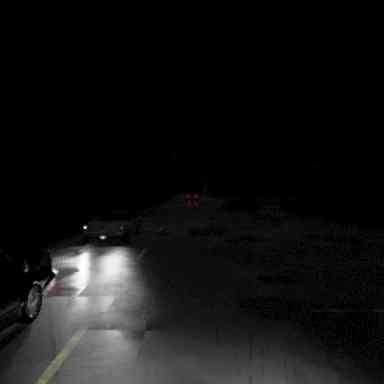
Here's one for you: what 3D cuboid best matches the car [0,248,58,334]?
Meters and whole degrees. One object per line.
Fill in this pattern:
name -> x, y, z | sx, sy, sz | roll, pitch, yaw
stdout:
car -> -3.596, 1.517, 4.352 | 2.033, 1.411, 5.357 | 0, 0, 0

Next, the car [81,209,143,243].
car -> -3.559, 1.494, 15.511 | 1.895, 1.301, 4.718 | 0, 0, 0

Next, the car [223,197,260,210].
car -> 5.544, 1.292, 37.615 | 4.181, 1.381, 1.994 | 0, 0, -1

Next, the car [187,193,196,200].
car -> -0.027, 0.911, 71.033 | 1.812, 1.442, 4.674 | 0, 0, 0

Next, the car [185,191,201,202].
car -> -0.023, 0.805, 60.631 | 2.150, 2.045, 5.566 | 0, 0, 0
